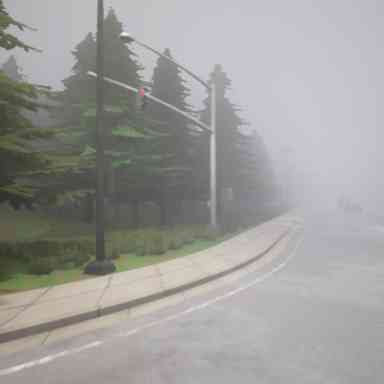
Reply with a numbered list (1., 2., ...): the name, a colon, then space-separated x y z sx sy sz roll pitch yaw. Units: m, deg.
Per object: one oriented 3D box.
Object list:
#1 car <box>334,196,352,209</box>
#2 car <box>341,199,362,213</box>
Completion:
1. car: 25.657 1.841 55.756 2.150 2.045 5.566 0 -1 19
2. car: 22.212 2.053 45.852 2.033 1.411 5.357 0 -1 20
